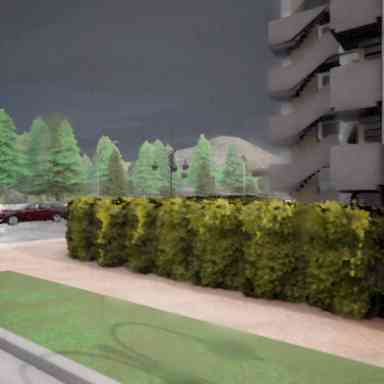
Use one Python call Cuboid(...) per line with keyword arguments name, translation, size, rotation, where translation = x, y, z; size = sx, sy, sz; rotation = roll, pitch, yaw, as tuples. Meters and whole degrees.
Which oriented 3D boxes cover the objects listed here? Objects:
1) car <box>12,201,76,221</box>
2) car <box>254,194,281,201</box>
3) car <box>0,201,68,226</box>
Cuboid(name="car", translation=(-12.526, 1.532, 28.453), size=(1.812, 1.442, 4.674), rotation=(0, 0, 38))
Cuboid(name="car", translation=(8.903, 1.215, 38.741), size=(2.150, 2.045, 5.566), rotation=(0, 0, 38))
Cuboid(name="car", translation=(-11.588, 1.484, 23.972), size=(1.882, 1.535, 5.008), rotation=(0, 0, 38))
